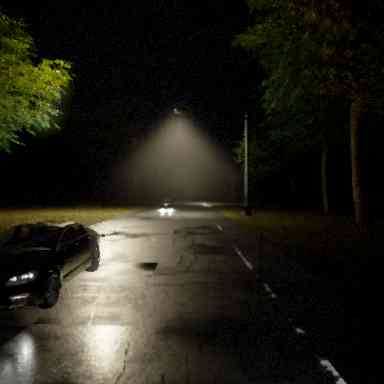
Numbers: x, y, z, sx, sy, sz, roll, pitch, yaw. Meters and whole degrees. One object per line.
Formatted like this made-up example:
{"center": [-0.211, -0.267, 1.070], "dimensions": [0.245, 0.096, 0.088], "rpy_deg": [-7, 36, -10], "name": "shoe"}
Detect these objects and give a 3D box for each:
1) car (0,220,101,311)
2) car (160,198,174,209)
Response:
{"center": [-3.604, 1.487, 7.958], "dimensions": [2.128, 1.511, 4.902], "rpy_deg": [0, 0, 0], "name": "car"}
{"center": [-3.599, 1.617, 48.593], "dimensions": [2.128, 1.511, 4.902], "rpy_deg": [0, 0, 0], "name": "car"}
